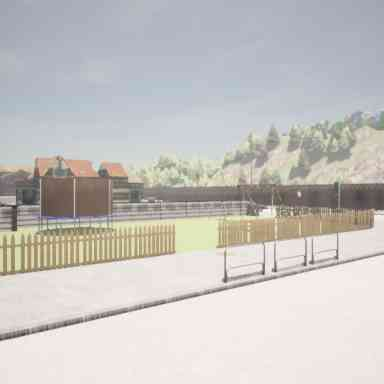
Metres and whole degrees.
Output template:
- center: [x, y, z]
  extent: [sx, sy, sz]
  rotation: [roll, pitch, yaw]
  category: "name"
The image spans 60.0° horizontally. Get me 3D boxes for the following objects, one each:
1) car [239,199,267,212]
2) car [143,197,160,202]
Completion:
- center: [6.220, 1.547, 38.658]
  extent: [2.033, 1.411, 5.357]
  rotation: [0, 0, -35]
  category: "car"
- center: [-6.986, 1.564, 57.422]
  extent: [1.994, 1.385, 4.181]
  rotation: [0, 0, -35]
  category: "car"
